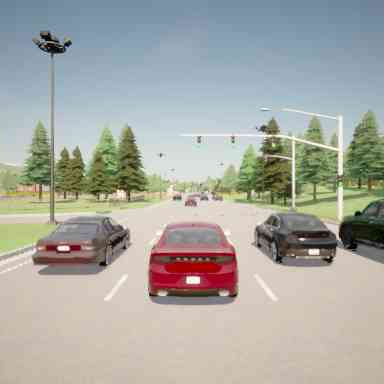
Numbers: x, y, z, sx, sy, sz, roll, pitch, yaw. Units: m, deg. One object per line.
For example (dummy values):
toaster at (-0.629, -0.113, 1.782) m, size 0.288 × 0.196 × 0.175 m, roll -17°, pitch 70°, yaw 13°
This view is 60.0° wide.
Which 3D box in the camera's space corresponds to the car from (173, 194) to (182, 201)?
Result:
car at (-3.791, 1.469, 83.831) m, size 1.882 × 1.535 × 5.008 m, roll 0°, pitch 0°, yaw 0°

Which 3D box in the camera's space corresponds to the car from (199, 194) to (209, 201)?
car at (3.208, 1.516, 84.272) m, size 1.812 × 1.442 × 4.674 m, roll 0°, pitch 0°, yaw 0°

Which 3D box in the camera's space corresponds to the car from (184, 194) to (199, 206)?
car at (-0.184, 1.525, 53.230) m, size 1.812 × 1.442 × 4.674 m, roll 0°, pitch 0°, yaw 0°

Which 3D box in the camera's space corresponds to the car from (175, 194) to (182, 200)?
car at (-3.827, 1.310, 94.250) m, size 1.882 × 1.535 × 5.008 m, roll 0°, pitch 0°, yaw 0°

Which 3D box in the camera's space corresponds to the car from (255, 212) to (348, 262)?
car at (3.560, 1.505, 12.144) m, size 1.837 × 1.490 × 4.892 m, roll 0°, pitch 0°, yaw 0°

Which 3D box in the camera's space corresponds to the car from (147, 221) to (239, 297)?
car at (0.033, 1.478, 8.628) m, size 1.882 × 1.535 × 5.008 m, roll 0°, pitch 0°, yaw 0°

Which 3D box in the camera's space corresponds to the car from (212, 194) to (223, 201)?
car at (6.709, 1.517, 83.867) m, size 2.128 × 1.511 × 4.902 m, roll 0°, pitch 0°, yaw 0°

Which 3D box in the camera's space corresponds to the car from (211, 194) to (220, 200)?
car at (6.673, 1.372, 94.287) m, size 2.033 × 1.411 × 5.357 m, roll 0°, pitch 0°, yaw 0°

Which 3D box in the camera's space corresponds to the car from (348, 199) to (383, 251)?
car at (7.058, 1.221, 11.157) m, size 2.150 × 2.045 × 5.566 m, roll 0°, pitch 0°, yaw 0°

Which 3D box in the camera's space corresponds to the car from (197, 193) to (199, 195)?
car at (3.173, 1.357, 94.275) m, size 2.128 × 1.511 × 4.902 m, roll 0°, pitch 0°, yaw 0°

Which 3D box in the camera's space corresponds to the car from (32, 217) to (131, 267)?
car at (-3.438, 1.547, 11.380) m, size 2.033 × 1.411 × 5.357 m, roll 0°, pitch 0°, yaw 0°
